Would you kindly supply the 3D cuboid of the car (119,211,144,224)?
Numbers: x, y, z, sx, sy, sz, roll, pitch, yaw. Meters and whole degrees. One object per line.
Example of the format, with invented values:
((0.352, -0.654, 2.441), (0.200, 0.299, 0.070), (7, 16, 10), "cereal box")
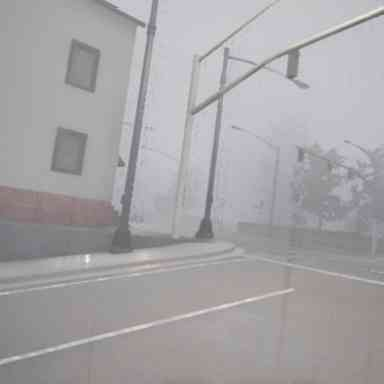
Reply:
((-7.351, 2.975, 40.052), (1.994, 1.385, 4.181), (11, -6, -35), "car")
